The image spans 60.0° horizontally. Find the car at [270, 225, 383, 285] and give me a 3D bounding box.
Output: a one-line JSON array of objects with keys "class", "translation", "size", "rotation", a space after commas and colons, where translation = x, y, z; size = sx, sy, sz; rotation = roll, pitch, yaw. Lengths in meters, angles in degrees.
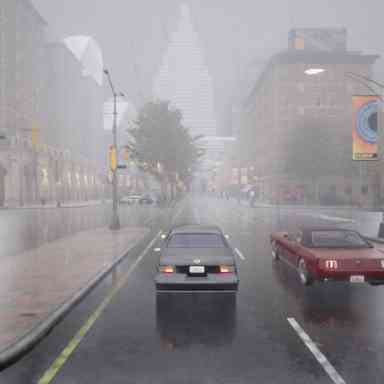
[{"class": "car", "translation": [3.590, 1.601, 9.442], "size": [1.895, 1.301, 4.718], "rotation": [0, 0, 0]}]

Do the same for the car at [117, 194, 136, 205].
[{"class": "car", "translation": [-11.624, 1.526, 58.937], "size": [1.812, 1.442, 4.674], "rotation": [0, 0, 0]}]

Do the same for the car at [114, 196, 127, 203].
[{"class": "car", "translation": [-14.829, 1.595, 69.203], "size": [1.895, 1.301, 4.718], "rotation": [0, 0, 0]}]

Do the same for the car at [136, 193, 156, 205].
[{"class": "car", "translation": [-8.125, 1.491, 59.227], "size": [2.128, 1.511, 4.902], "rotation": [0, 0, 0]}]

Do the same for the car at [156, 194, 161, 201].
[{"class": "car", "translation": [-8.079, 1.526, 68.995], "size": [1.812, 1.442, 4.674], "rotation": [0, 0, 0]}]

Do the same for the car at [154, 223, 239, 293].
[{"class": "car", "translation": [0.091, 1.547, 8.958], "size": [2.033, 1.411, 5.357], "rotation": [0, 0, 0]}]

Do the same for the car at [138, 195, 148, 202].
[{"class": "car", "translation": [-11.591, 1.524, 79.217], "size": [1.812, 1.442, 4.674], "rotation": [0, 0, 0]}]
